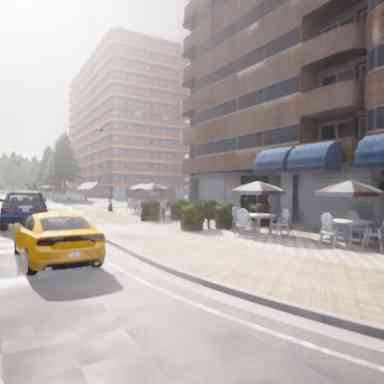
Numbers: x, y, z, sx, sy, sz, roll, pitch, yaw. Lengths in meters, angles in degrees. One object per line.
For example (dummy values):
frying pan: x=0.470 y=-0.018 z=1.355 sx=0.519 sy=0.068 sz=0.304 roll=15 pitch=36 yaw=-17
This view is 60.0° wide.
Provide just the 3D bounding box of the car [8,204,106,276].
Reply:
car: x=-4.190 y=1.335 z=10.112 sx=1.882 sy=1.535 sz=5.008 roll=0 pitch=1 yaw=-33

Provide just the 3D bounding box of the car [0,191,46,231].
car: x=-9.371 y=0.938 z=18.533 sx=2.150 sy=2.045 sz=5.566 roll=0 pitch=1 yaw=-29
